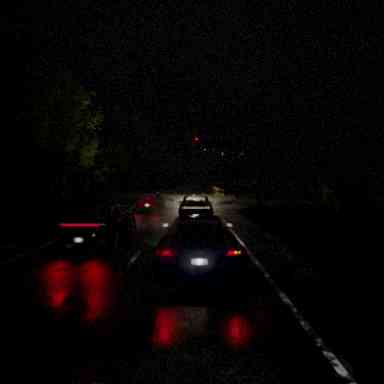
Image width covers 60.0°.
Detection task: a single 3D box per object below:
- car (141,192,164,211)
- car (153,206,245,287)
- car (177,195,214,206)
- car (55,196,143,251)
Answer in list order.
[{"bbox_3d":[-3.253,0.711,26.432,1.812,1.442,4.674,0,2,0],"label":"car"},{"bbox_3d":[0.148,1.296,8.605,1.994,1.385,4.181,0,2,0],"label":"car"},{"bbox_3d":[0.208,0.914,18.758,2.128,1.511,4.902,0,2,0],"label":"car"},{"bbox_3d":[-3.331,1.113,12.221,2.128,1.511,4.902,0,2,0],"label":"car"}]
